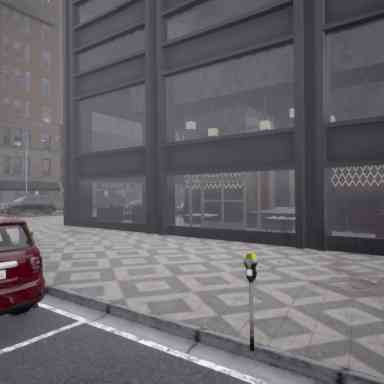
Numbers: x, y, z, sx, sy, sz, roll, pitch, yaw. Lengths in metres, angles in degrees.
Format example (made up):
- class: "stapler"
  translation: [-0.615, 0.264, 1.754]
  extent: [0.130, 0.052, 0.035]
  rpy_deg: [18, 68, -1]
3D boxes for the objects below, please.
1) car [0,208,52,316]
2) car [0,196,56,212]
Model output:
- class: "car"
  translation: [-4.811, 1.317, 6.282]
  extent: [5.009, 1.841, 2.192]
  rpy_deg: [0, -1, 35]
- class: "car"
  translation: [-16.584, 1.411, 33.633]
  extent: [2.150, 2.045, 5.566]
  rpy_deg: [-1, -1, 36]
